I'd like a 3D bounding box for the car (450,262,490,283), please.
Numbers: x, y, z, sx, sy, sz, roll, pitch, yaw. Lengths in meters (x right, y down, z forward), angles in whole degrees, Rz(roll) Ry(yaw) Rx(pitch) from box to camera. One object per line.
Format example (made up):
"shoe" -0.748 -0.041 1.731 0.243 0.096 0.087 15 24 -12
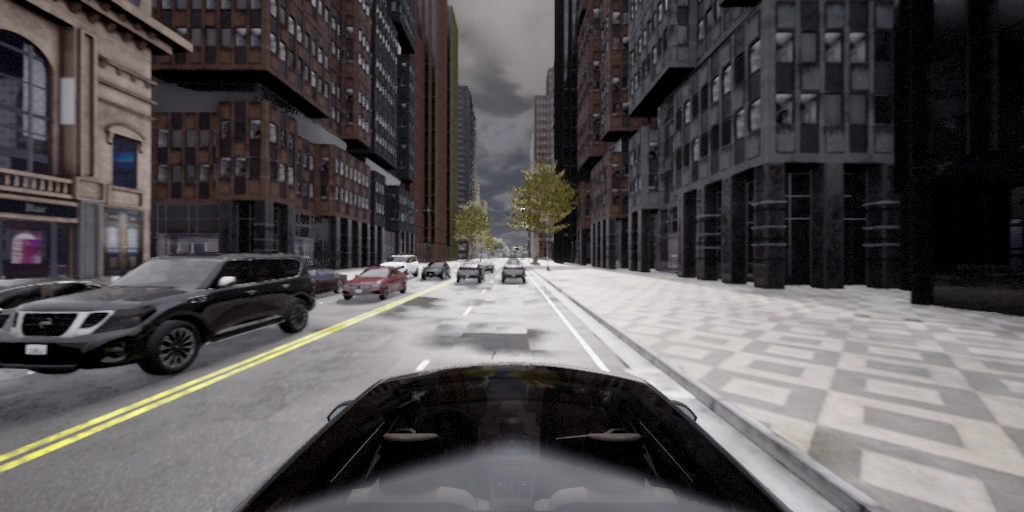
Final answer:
"car" -3.118 1.226 27.751 2.128 1.511 4.902 0 0 0

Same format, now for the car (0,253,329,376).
"car" -6.576 0.953 7.766 2.150 2.045 5.566 0 0 1

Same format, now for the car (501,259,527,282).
"car" 0.141 1.234 28.767 2.128 1.511 4.902 0 0 1

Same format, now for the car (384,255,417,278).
"car" -9.664 0.922 31.145 2.150 2.045 5.566 0 0 0

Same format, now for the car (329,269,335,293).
"car" -9.799 1.268 17.302 2.033 1.411 5.357 0 0 0

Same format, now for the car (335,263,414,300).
"car" -6.541 1.255 17.671 1.812 1.442 4.674 0 0 0

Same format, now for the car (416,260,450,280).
"car" -6.421 1.234 30.803 1.837 1.490 4.892 0 0 0

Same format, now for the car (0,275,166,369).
"car" -9.840 1.229 6.805 1.837 1.490 4.892 0 0 0

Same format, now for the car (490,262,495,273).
"car" -3.064 1.326 42.977 1.895 1.301 4.718 0 0 1
